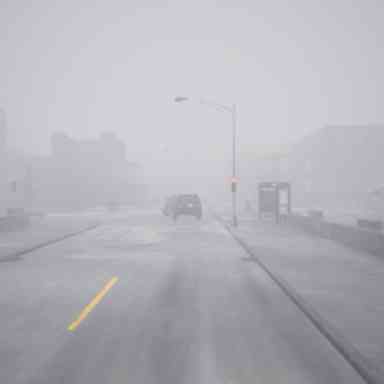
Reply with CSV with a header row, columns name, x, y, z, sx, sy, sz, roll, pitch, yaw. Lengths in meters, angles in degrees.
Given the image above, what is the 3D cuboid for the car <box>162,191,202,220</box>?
name,x,y,z,sx,sy,sz,roll,pitch,yaw
car,-0.877,1.156,27.588,2.150,2.045,5.566,1,0,-16

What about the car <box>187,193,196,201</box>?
name,x,y,z,sx,sy,sz,roll,pitch,yaw
car,-0.043,1.155,78.776,2.097,1.767,4.553,0,0,0

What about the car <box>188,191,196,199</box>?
name,x,y,z,sx,sy,sz,roll,pitch,yaw
car,-0.048,0.841,88.838,2.150,2.045,5.566,0,0,0
